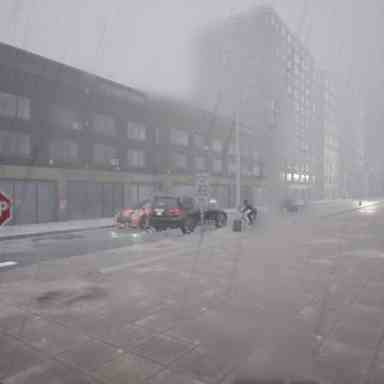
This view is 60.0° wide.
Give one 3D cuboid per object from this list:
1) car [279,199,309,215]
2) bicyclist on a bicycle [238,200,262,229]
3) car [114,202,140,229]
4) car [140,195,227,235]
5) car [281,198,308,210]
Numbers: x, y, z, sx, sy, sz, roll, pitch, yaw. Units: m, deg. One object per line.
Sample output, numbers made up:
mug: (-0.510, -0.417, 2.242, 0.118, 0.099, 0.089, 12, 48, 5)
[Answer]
car: (10.363, 1.442, 33.739, 1.837, 1.490, 4.892, 0, 0, 35)
bicyclist on a bicycle: (3.159, 1.274, 18.632, 1.656, 1.620, 0.582, 0, 0, 35)
car: (-2.623, 1.312, 20.614, 2.097, 1.767, 4.553, 0, 0, 36)
car: (-0.106, 1.189, 19.058, 2.150, 2.045, 5.566, 0, 0, 35)
car: (13.236, 1.516, 42.752, 1.895, 1.301, 4.718, 0, 0, 36)
